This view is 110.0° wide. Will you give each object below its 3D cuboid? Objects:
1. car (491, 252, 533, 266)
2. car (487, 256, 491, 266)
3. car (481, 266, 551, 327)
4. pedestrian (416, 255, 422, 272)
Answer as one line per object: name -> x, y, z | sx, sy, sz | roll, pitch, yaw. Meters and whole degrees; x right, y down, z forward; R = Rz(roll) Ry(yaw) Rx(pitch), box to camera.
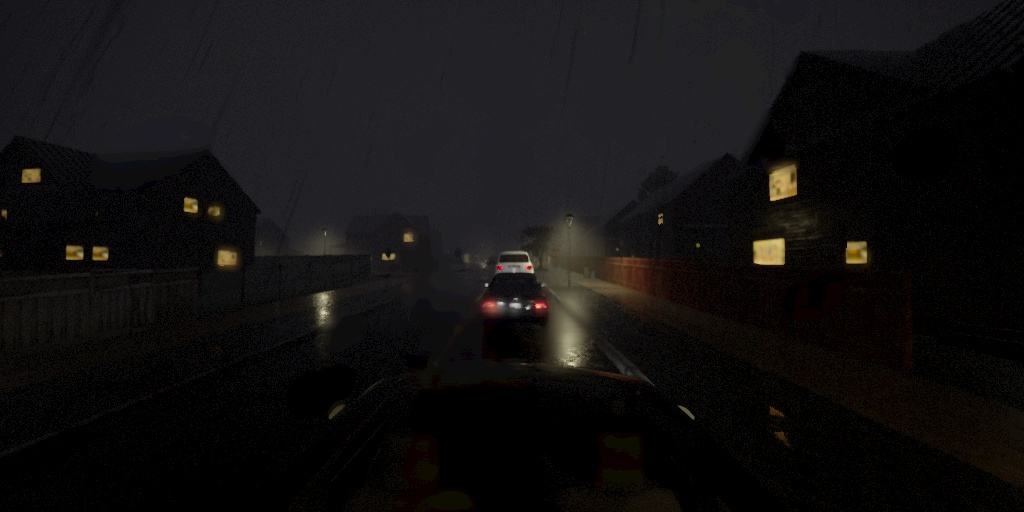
car -> 0.079, 0.759, 21.524 | 2.150, 2.045, 5.566 | 0, 1, -1
car -> -2.831, 0.722, 56.027 | 1.882, 1.535, 5.008 | 0, 0, 0
car -> 0.098, 1.193, 10.973 | 2.033, 1.411, 5.357 | 0, 1, 0
pedestrian -> -9.917, 0.811, 38.053 | 0.375, 1.860, 0.375 | 0, -1, 5
